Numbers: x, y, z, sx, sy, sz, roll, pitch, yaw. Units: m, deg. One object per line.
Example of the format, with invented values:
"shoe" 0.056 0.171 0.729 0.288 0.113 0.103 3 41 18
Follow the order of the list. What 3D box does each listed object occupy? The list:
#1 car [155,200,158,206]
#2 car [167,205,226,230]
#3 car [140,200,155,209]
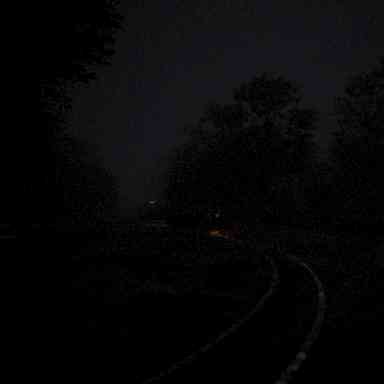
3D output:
"car" -9.201 2.635 79.256 2.128 1.511 4.902 -1 -1 -1
"car" 0.197 1.720 24.574 4.553 1.767 2.097 -1 -1 43
"car" -8.875 2.558 64.182 1.837 1.490 4.892 -1 0 -1
